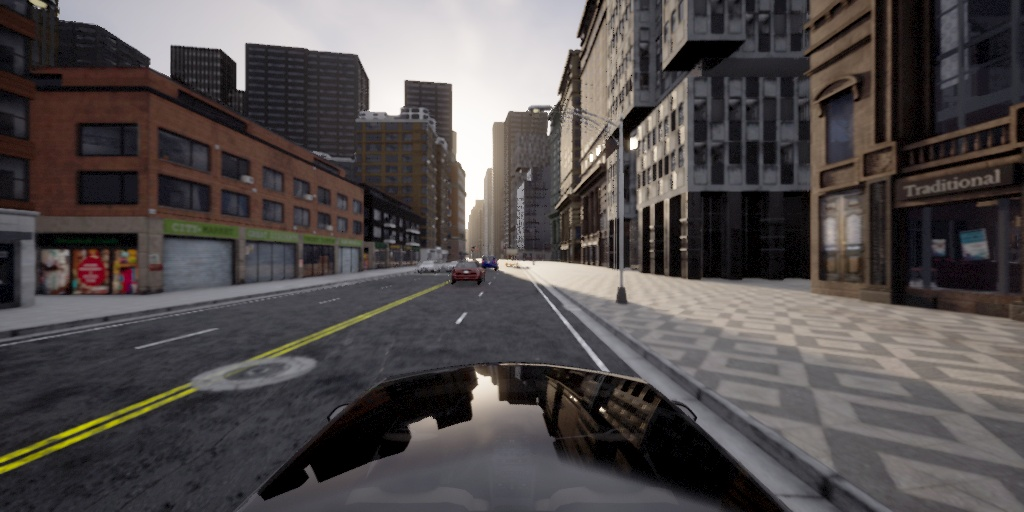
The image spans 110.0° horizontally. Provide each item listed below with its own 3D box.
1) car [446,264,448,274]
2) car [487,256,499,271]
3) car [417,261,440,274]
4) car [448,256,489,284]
[{"bbox_3d":[-6.574,1.287,42.433,1.812,1.442,4.674,0,0,0],"label":"car"},{"bbox_3d":[-3.143,0.987,51.154,2.150,2.045,5.566,0,0,0],"label":"car"},{"bbox_3d":[-9.823,1.287,42.432,1.812,1.442,4.674,0,0,0],"label":"car"},{"bbox_3d":[-3.147,1.109,26.815,2.097,1.767,4.553,0,0,0],"label":"car"}]
